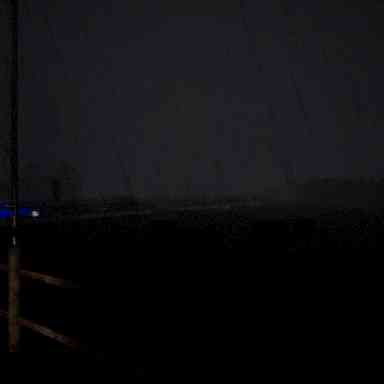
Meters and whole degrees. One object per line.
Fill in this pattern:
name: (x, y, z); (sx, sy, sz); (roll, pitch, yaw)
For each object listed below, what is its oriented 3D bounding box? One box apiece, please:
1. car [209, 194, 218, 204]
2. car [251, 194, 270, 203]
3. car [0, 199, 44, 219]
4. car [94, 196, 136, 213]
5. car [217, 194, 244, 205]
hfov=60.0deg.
car: (4.574, 1.065, 52.555); (2.097, 1.767, 4.553); (0, 0, 35)
car: (12.109, 1.158, 58.604); (1.837, 1.490, 4.892); (0, 0, 35)
car: (-14.007, 1.340, 25.602); (1.882, 1.535, 5.008); (0, 0, 34)
car: (-7.892, 1.170, 34.528); (2.097, 1.767, 4.553); (0, 0, 37)
car: (6.247, 1.211, 49.990); (1.837, 1.490, 4.892); (0, 0, 35)
